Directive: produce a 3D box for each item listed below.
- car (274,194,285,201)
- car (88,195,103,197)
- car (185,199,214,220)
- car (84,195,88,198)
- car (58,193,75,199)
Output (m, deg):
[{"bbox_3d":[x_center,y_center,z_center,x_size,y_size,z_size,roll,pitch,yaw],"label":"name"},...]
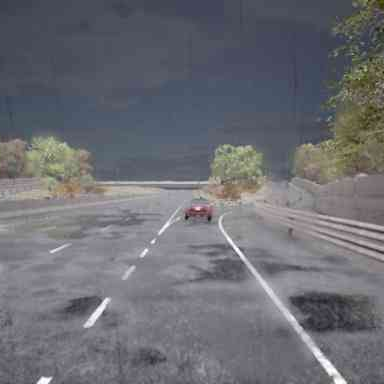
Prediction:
[{"bbox_3d":[22.838,1.849,87.400,1.895,1.301,4.718,0,3,20],"label":"car"},{"bbox_3d":[-20.999,1.497,74.598,2.033,1.411,5.357,0,0,0],"label":"car"},{"bbox_3d":[0.712,1.333,27.872,2.097,1.767,4.553,0,0,7],"label":"car"},{"bbox_3d":[-27.999,1.557,90.817,1.895,1.301,4.718,0,0,0],"label":"car"},{"bbox_3d":[-28.000,1.182,74.567,2.150,2.045,5.566,0,0,0],"label":"car"}]
